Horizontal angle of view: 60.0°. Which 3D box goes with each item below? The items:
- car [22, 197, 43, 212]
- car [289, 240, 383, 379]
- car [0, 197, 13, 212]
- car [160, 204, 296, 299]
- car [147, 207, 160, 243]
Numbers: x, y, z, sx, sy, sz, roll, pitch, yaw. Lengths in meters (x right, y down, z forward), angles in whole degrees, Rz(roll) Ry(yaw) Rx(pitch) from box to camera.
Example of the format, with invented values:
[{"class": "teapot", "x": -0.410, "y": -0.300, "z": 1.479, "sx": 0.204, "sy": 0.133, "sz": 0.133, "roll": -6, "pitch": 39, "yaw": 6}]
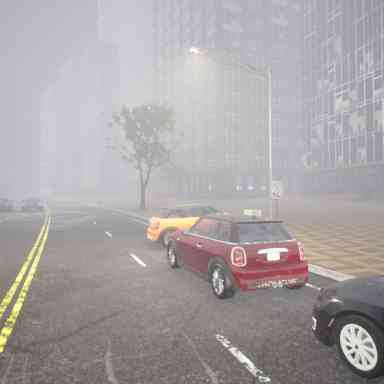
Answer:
[{"class": "car", "x": -18.826, "y": 1.392, "z": 39.383, "sx": 2.097, "sy": 1.767, "sz": 4.553, "roll": 0, "pitch": 0, "yaw": -24}, {"class": "car", "x": 3.619, "y": 1.505, "z": 3.368, "sx": 1.837, "sy": 1.490, "sz": 4.892, "roll": 0, "pitch": 0, "yaw": -35}, {"class": "car", "x": -21.795, "y": 1.389, "z": 38.061, "sx": 2.097, "sy": 1.767, "sz": 4.553, "roll": 0, "pitch": 0, "yaw": -24}, {"class": "car", "x": 0.884, "y": 1.355, "z": 8.839, "sx": 2.097, "sy": 1.767, "sz": 4.553, "roll": 0, "pitch": 0, "yaw": -22}, {"class": "car", "x": 0.383, "y": 1.276, "z": 14.427, "sx": 4.553, "sy": 1.767, "sz": 2.097, "roll": -3, "pitch": 1, "yaw": -18}]
